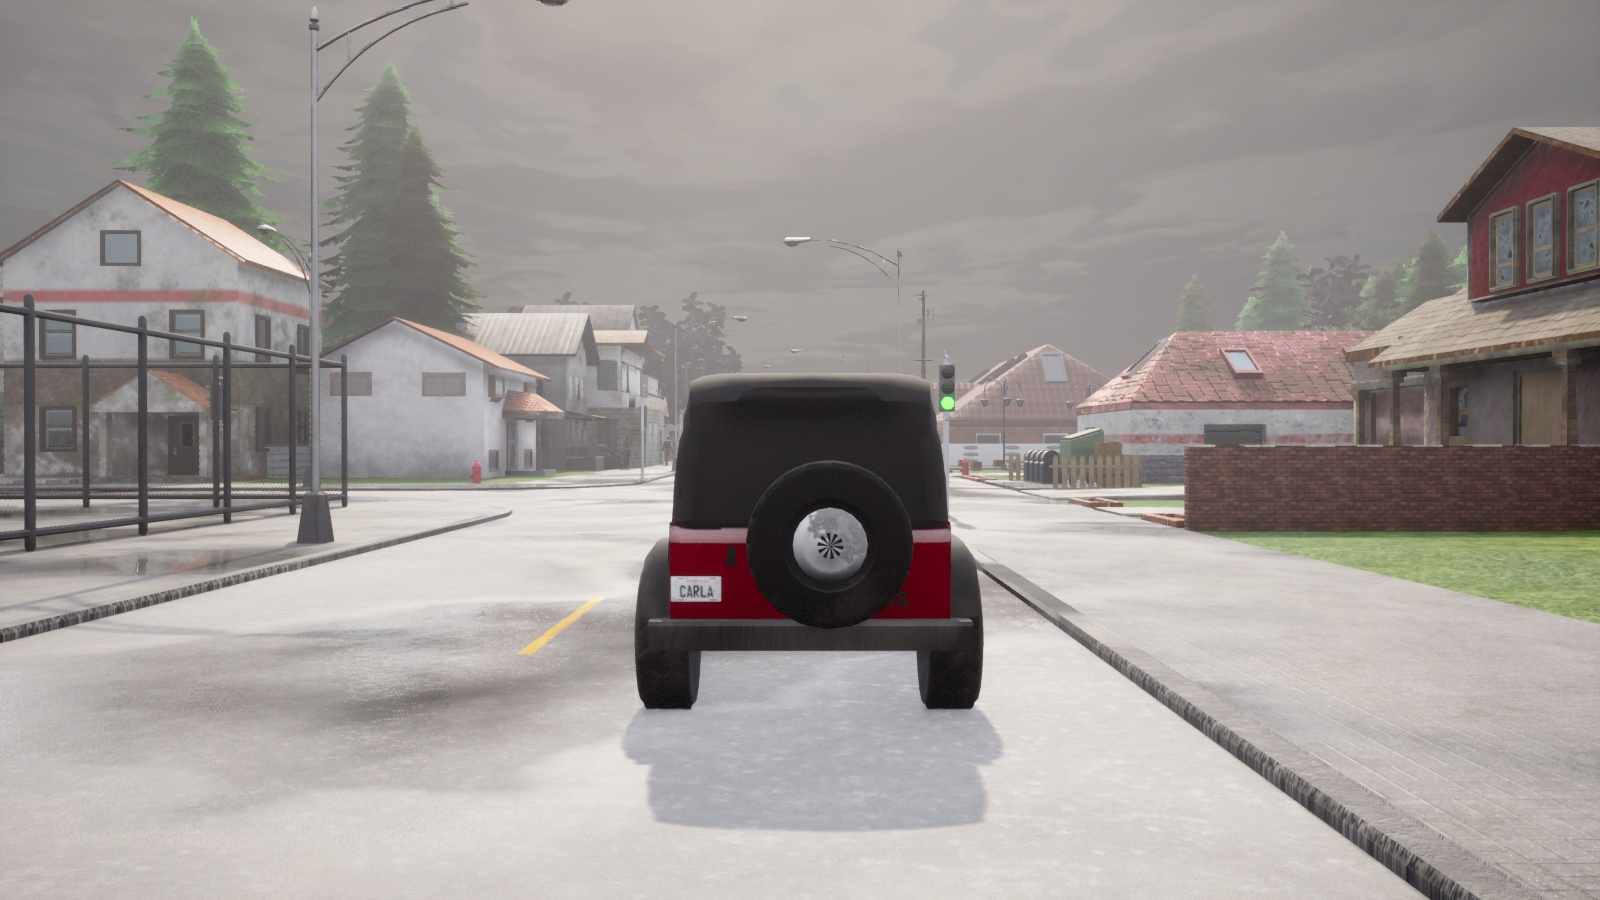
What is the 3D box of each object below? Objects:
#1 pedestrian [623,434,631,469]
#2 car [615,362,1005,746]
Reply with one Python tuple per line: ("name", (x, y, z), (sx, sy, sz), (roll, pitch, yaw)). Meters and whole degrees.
("pedestrian", (-8.980, 0.081, 65.114), (0.328, 1.805, 0.869), (0, 0, -2))
("car", (0.055, 0.497, 8.079), (1.905, 1.878, 3.866), (0, 0, 0))
